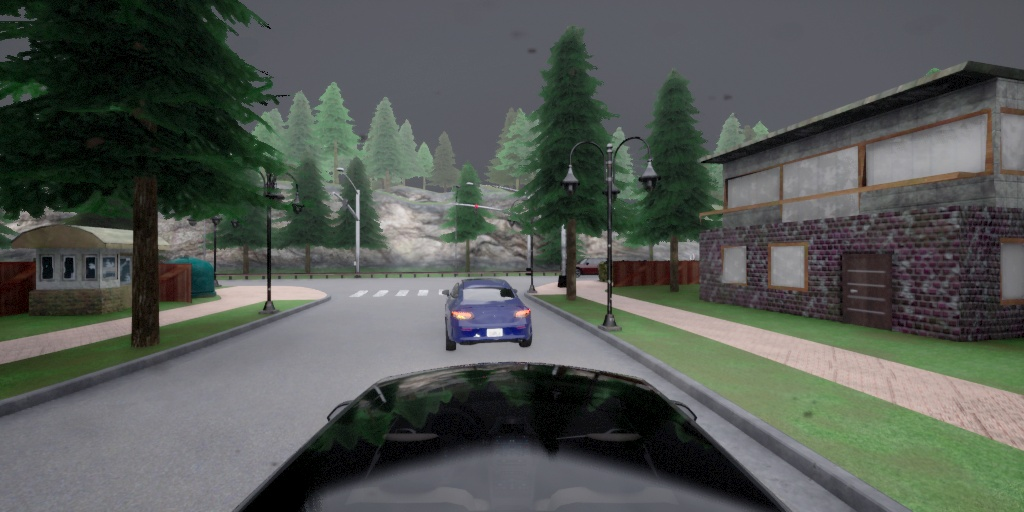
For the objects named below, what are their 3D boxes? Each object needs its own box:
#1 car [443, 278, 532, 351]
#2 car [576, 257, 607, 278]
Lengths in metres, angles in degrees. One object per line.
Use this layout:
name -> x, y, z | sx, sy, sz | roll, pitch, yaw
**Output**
car -> -0.748, 1.276, 9.001 | 1.812, 1.442, 4.674 | 0, 0, -11
car -> 6.635, 0.945, 31.479 | 4.553, 1.767, 2.097 | 0, 0, -12
